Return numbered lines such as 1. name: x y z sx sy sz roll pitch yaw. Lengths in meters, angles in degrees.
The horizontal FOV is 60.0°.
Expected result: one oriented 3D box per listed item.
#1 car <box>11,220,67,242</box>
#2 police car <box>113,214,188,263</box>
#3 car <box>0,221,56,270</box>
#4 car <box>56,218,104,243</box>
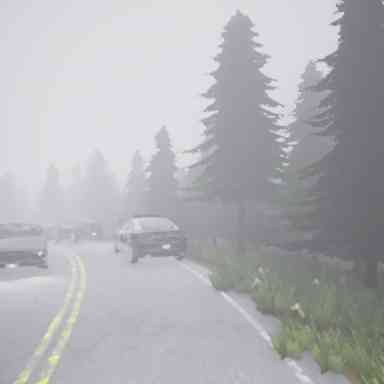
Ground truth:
1. car: -12.251 3.136 26.457 5.008 1.535 1.882 -7 -6 38
2. police car: -1.827 1.668 13.019 1.930 1.638 5.238 1 -3 -23
3. car: -5.933 1.758 11.486 2.033 1.411 5.357 1 -3 -23
4. car: -7.539 2.526 22.028 1.837 1.490 4.892 1 -6 -41
